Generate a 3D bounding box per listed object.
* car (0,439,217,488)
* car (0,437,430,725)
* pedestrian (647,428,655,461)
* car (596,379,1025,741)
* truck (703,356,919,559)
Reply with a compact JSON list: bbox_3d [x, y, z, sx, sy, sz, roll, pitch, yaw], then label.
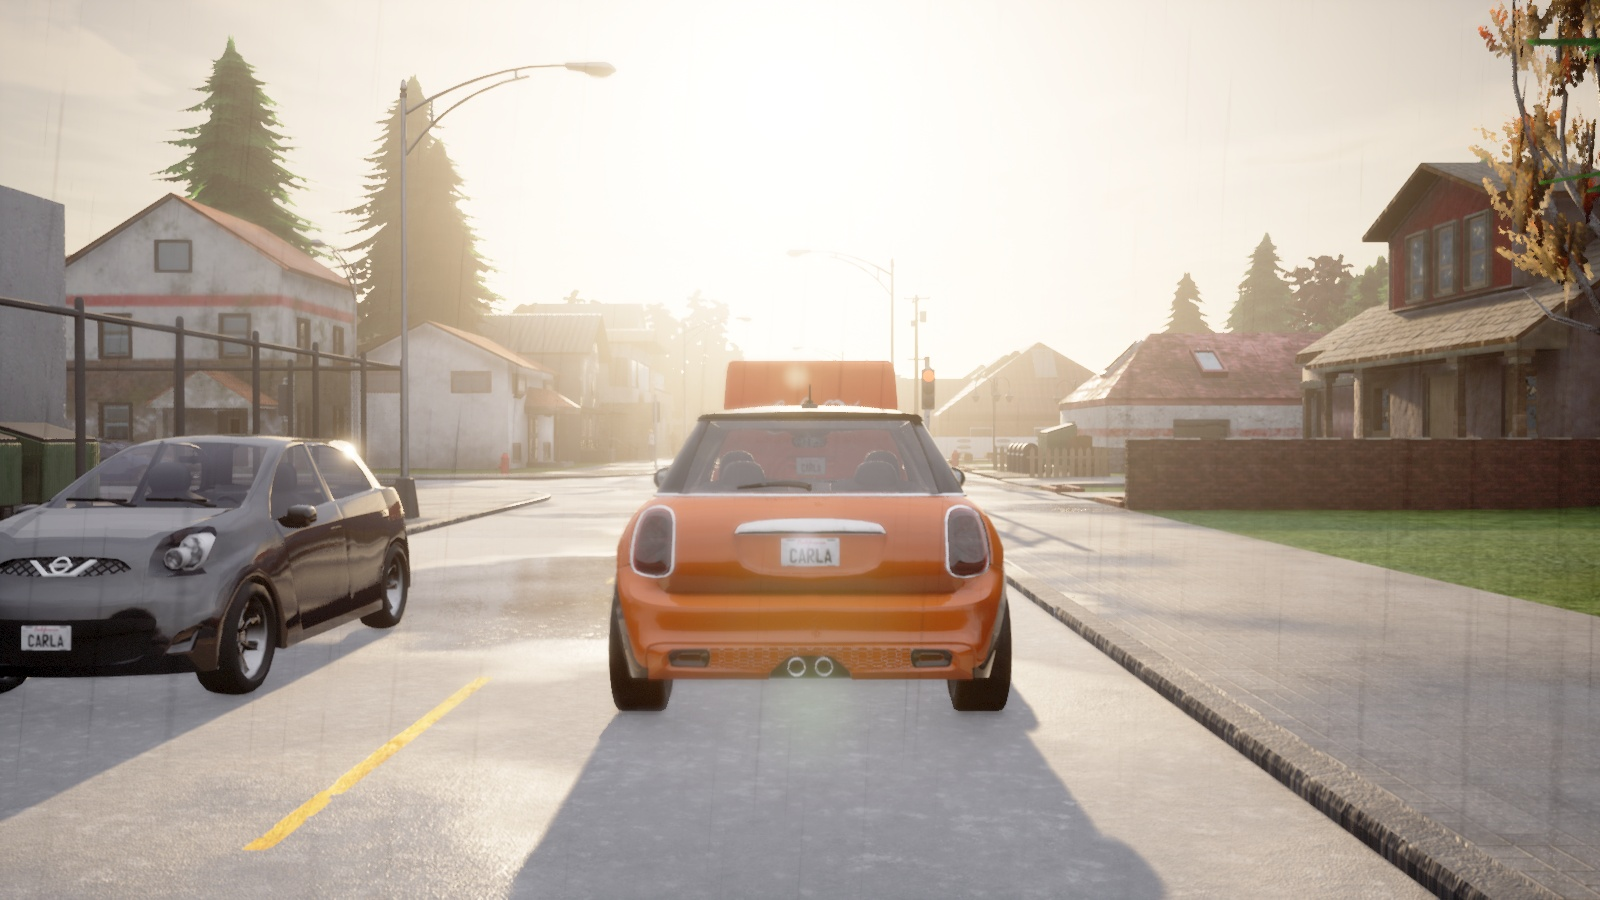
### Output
[{"bbox_3d":[-20.432,0.377,37.255,5.357,1.411,2.033,0,1,1],"label":"car"},{"bbox_3d":[-3.938,0.666,8.388,1.845,1.501,3.633,0,1,0],"label":"car"},{"bbox_3d":[-8.281,-0.301,69.772,0.354,1.836,0.706,0,1,-13],"label":"pedestrian"},{"bbox_3d":[0.062,0.514,8.413,2.097,1.767,4.553,0,1,0],"label":"car"},{"bbox_3d":[0.125,0.067,17.869,2.627,2.467,5.204,0,1,0],"label":"truck"}]
